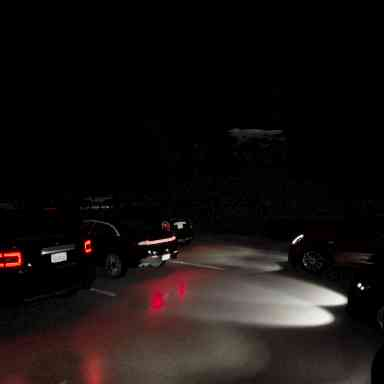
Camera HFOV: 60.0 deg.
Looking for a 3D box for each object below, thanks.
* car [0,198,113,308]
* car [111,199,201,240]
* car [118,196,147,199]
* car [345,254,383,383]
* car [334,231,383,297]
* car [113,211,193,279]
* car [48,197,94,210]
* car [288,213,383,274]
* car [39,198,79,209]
[{"bbox_3d":[-4.530,1.221,7.213,5.566,2.045,2.150,0,0,33],"label":"car"},{"bbox_3d":[-2.185,1.351,14.108,4.553,1.767,2.097,0,0,35],"label":"car"},{"bbox_3d":[-8.681,1.405,49.870,4.902,1.511,2.128,0,0,-41],"label":"car"},{"bbox_3d":[3.575,1.474,1.437,5.008,1.535,1.882,0,0,35],"label":"car"},{"bbox_3d":[4.627,1.564,4.981,4.181,1.385,1.994,0,0,36],"label":"car"},{"bbox_3d":[-2.645,1.491,10.139,4.902,1.511,2.128,0,0,36],"label":"car"},{"bbox_3d":[-15.635,1.453,43.170,2.033,1.411,5.357,0,0,40],"label":"car"},{"bbox_3d":[5.001,1.352,9.025,4.553,1.767,2.097,0,0,36],"label":"car"},{"bbox_3d":[-18.132,1.491,45.540,1.895,1.301,4.718,0,0,43],"label":"car"}]
